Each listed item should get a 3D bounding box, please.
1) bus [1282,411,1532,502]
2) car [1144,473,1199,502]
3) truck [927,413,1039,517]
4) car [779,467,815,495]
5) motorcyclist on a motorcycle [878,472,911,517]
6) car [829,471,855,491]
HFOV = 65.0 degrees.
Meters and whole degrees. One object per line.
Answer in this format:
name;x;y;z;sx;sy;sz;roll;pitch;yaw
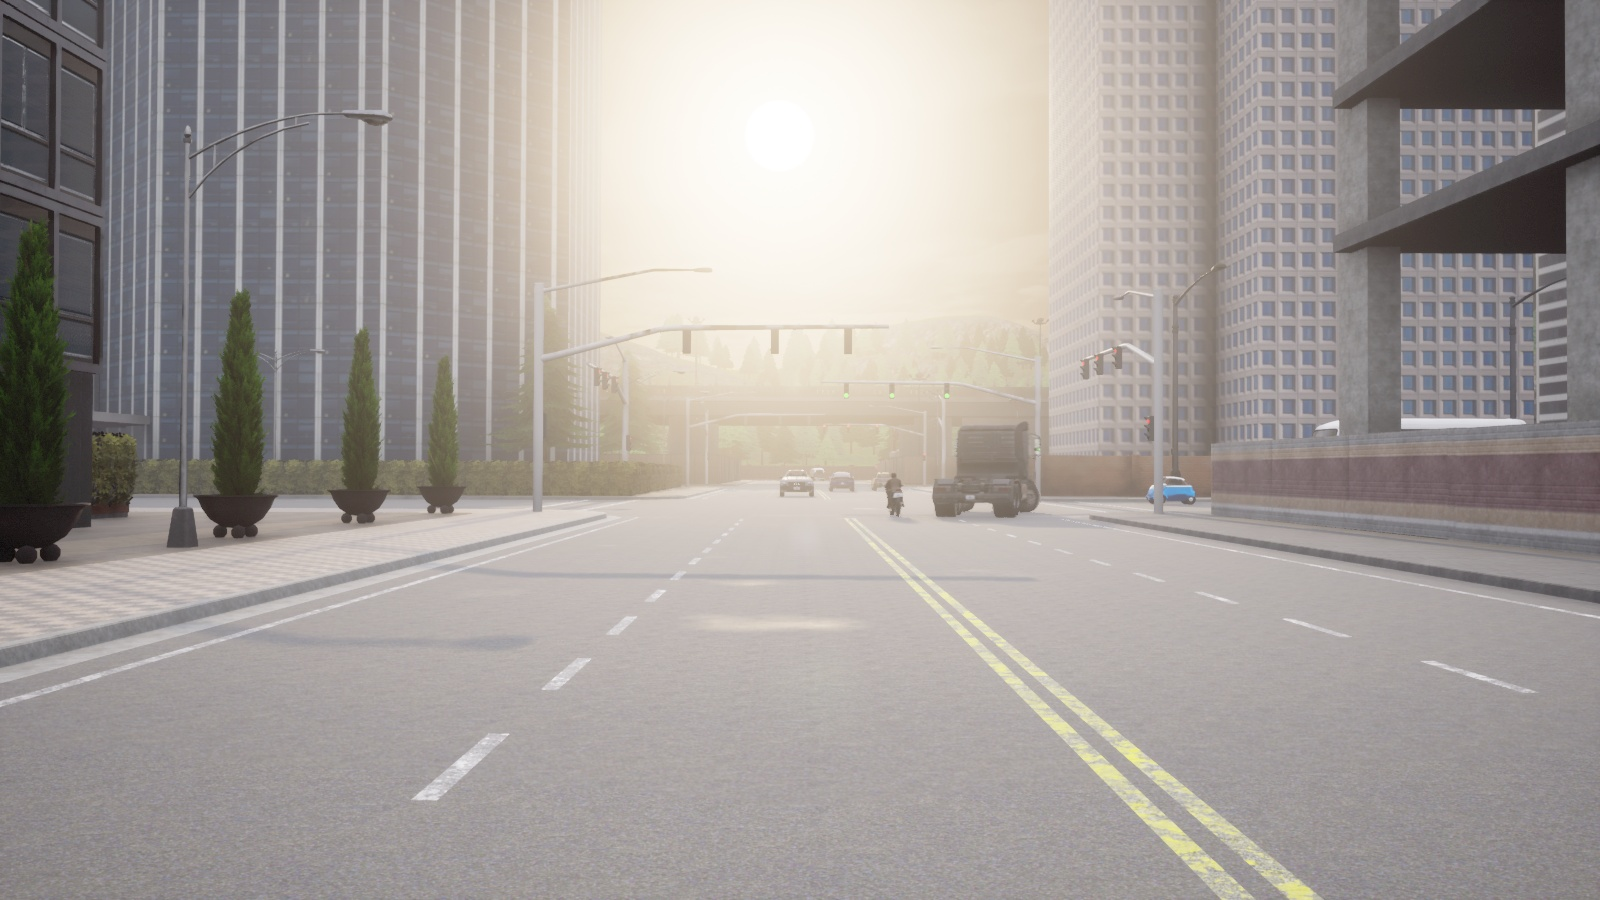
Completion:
bus;29.482;0.349;61.421;10.273;4.253;3.944;0;-1;0
car;18.165;1.826;61.453;2.207;1.376;1.481;0;-1;0
truck;6.887;0.578;46.195;2.891;3.462;7.936;-1;-1;17
car;-0.183;1.908;78.435;2.152;1.651;5.027;0;-1;0
motorcyclist on a motorcycle;3.251;1.508;43.223;0.797;1.523;2.044;-1;-1;-4
car;3.270;2.425;98.267;1.882;1.535;5.008;0;-1;0
